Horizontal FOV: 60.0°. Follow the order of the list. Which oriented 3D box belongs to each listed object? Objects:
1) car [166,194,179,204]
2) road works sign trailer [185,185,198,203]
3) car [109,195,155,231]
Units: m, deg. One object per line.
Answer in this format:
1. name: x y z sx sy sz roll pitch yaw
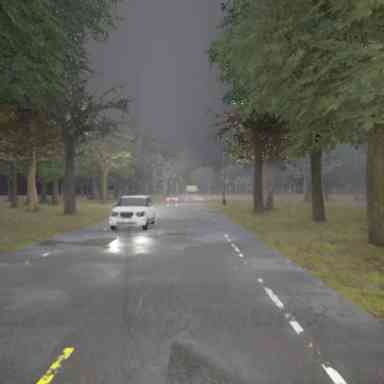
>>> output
1. car: -3.550 1.272 61.662 2.097 1.767 4.553 0 0 1
2. road works sign trailer: -0.016 0.344 68.911 2.380 3.560 2.880 0 0 0
3. car: -3.605 1.220 21.035 2.150 2.045 5.566 0 0 0
